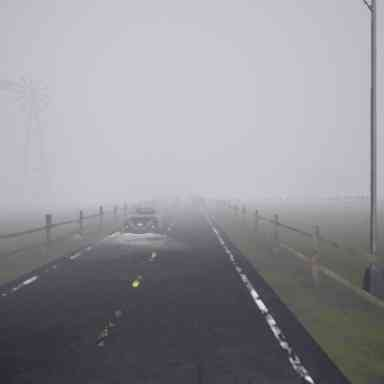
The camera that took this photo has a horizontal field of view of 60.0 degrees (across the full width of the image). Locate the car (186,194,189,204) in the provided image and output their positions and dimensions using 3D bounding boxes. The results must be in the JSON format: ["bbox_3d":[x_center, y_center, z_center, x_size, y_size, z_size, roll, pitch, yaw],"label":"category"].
[{"bbox_3d":[-0.013,1.316,67.289,2.150,2.045,5.566,0,0,0],"label":"car"}]

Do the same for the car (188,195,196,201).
[{"bbox_3d":[-0.014,1.551,81.961,1.812,1.442,4.674,0,0,0],"label":"car"}]

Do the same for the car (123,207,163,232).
[{"bbox_3d":[-2.851,1.591,20.208,1.994,1.385,4.181,0,0,0],"label":"car"}]

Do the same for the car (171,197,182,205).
[{"bbox_3d":[-2.792,1.646,61.722,1.812,1.442,4.674,0,0,1],"label":"car"}]

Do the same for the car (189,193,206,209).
[{"bbox_3d":[0.953,1.435,48.308,2.097,1.767,4.553,0,0,0],"label":"car"}]
